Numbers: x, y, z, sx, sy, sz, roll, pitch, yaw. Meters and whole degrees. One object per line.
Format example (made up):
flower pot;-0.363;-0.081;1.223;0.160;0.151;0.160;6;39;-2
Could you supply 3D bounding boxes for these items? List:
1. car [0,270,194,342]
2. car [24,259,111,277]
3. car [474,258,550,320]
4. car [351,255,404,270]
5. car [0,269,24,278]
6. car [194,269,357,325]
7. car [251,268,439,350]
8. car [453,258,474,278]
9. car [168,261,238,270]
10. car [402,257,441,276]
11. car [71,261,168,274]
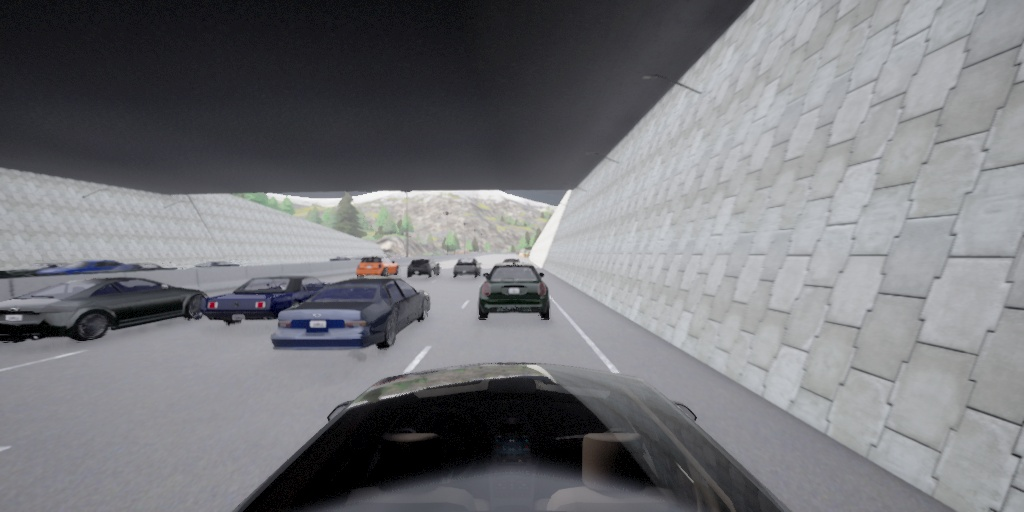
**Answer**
car;-10.434;1.239;9.526;1.994;1.385;4.181;0;1;0
car;-28.179;1.010;24.028;1.882;1.535;5.008;0;1;0
car;0.058;0.978;12.242;2.097;1.767;4.553;0;1;0
car;-10.498;0.804;28.424;2.097;1.767;4.553;0;1;0
car;-31.680;1.136;24.293;1.895;1.301;4.718;0;1;0
car;-6.937;1.249;11.318;1.895;1.301;4.718;0;1;0
car;-3.429;1.219;8.835;2.033;1.411;5.357;0;1;0
car;-3.498;0.929;28.732;2.128;1.511;4.902;0;1;0
car;-21.183;1.069;25.410;1.994;1.385;4.181;0;1;0
car;-6.998;0.947;28.778;1.837;1.490;4.892;0;1;0
car;-24.678;1.136;23.302;1.895;1.301;4.718;0;1;0
